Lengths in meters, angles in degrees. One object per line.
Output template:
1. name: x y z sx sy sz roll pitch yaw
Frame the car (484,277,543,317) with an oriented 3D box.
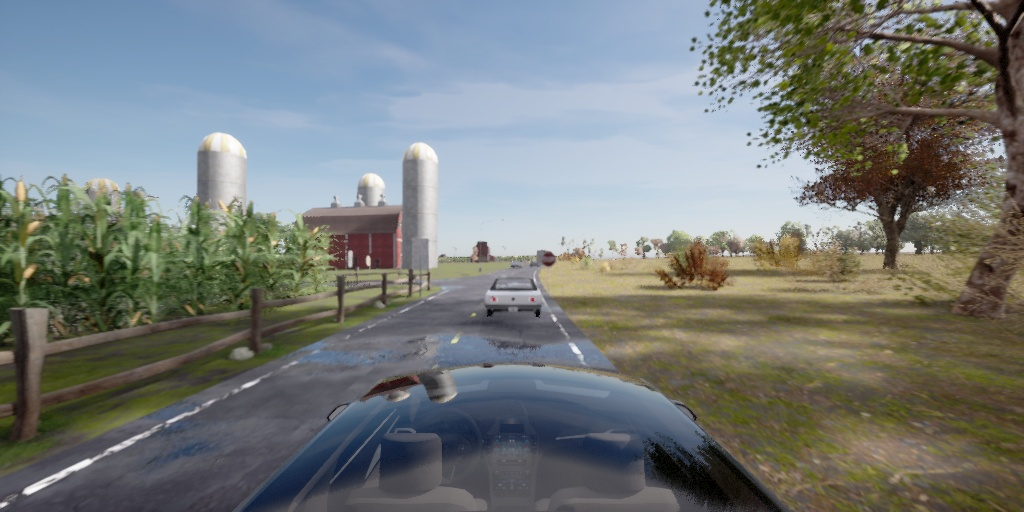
1. car: 0.096 1.420 13.559 1.895 1.301 4.718 0 0 1
